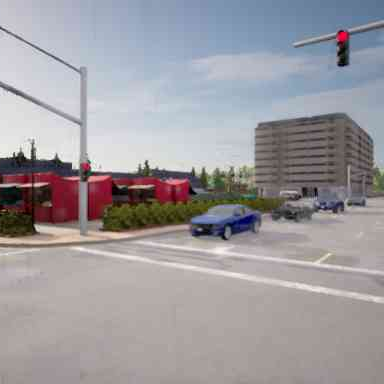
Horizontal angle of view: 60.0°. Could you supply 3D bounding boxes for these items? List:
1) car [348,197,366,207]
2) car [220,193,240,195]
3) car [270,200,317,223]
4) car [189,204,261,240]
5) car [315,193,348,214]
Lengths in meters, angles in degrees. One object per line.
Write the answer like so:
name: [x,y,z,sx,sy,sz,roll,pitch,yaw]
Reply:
car: [23.483,1.389,47.408,2.033,1.411,5.357,0,0,35]
car: [5.657,0.989,59.911,4.605,1.855,1.932,0,0,35]
car: [7.499,1.489,24.793,1.895,1.301,4.718,0,0,35]
car: [1.777,1.383,16.652,1.882,1.535,5.008,0,0,35]
car: [14.115,1.091,34.211,2.150,2.045,5.566,0,0,35]
